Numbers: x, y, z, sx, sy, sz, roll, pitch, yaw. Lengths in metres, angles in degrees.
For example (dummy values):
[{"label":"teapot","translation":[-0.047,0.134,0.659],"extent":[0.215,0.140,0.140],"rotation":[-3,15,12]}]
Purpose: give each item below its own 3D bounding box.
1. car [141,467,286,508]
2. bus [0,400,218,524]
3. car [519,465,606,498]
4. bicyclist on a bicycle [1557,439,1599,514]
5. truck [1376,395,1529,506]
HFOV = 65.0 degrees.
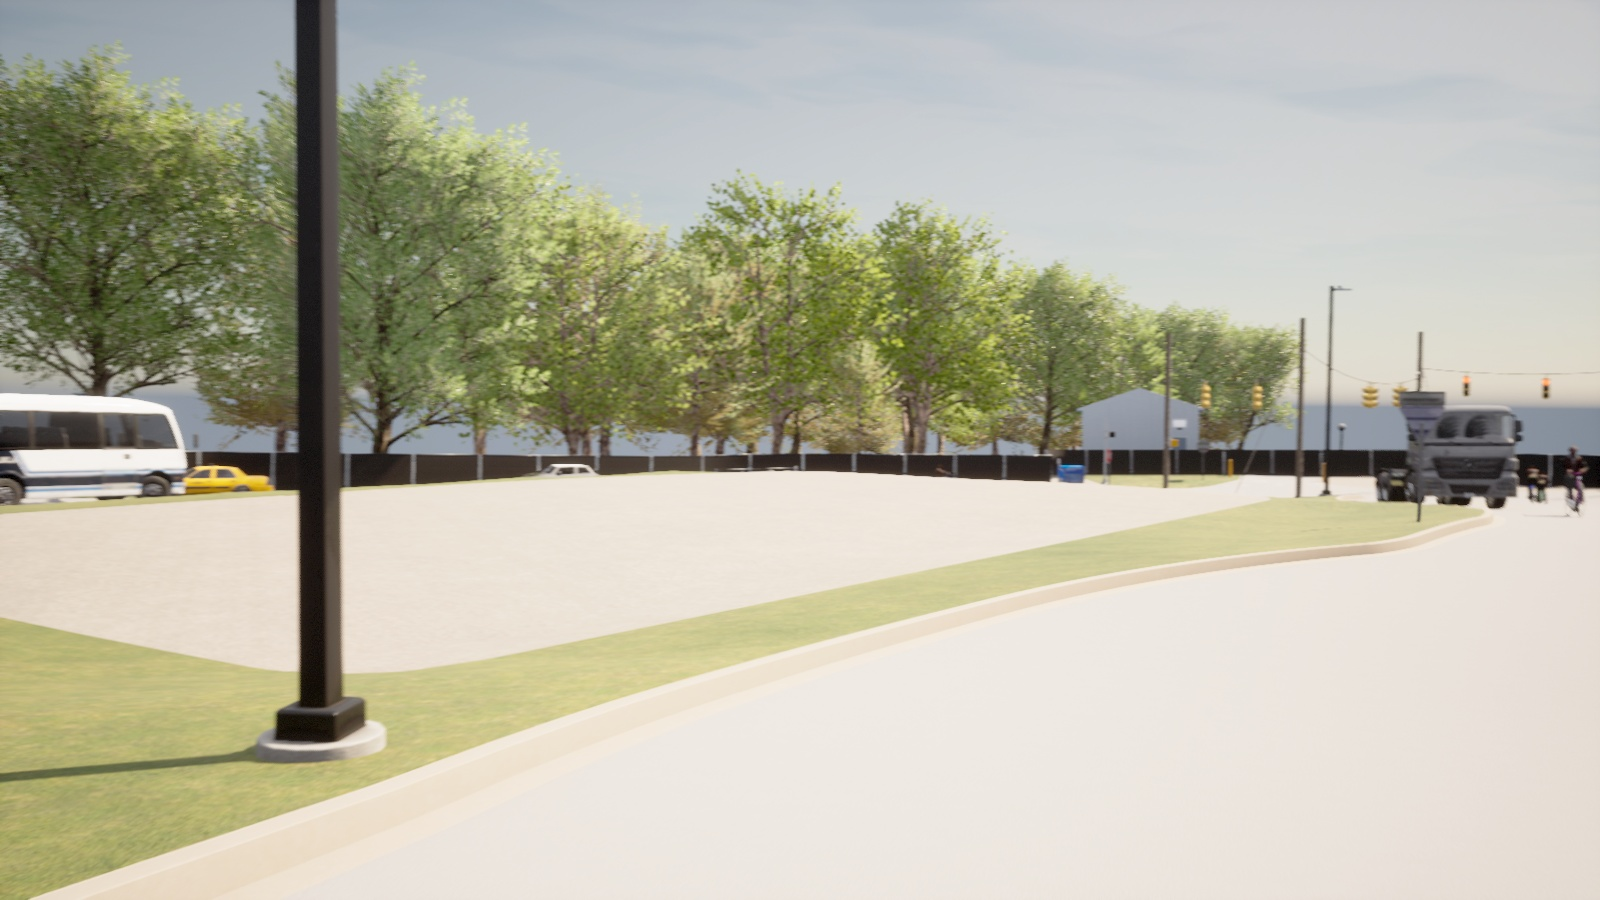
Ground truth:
[{"label":"car","translation":[-25.006,1.556,53.655],"extent":[5.366,1.575,1.801],"rotation":[0,2,-38]},{"label":"bus","translation":[-27.541,0.335,46.824],"extent":[3.944,4.253,10.273],"rotation":[2,1,28]},{"label":"car","translation":[-11.733,1.535,62.044],"extent":[3.806,1.475,1.970],"rotation":[0,2,-29]},{"label":"bicyclist on a bicycle","translation":[19.159,0.643,30.773],"extent":[0.659,1.776,1.843],"rotation":[0,-1,19]},{"label":"truck","translation":[22.167,0.082,43.165],"extent":[2.891,3.462,7.936],"rotation":[0,-1,14]}]
